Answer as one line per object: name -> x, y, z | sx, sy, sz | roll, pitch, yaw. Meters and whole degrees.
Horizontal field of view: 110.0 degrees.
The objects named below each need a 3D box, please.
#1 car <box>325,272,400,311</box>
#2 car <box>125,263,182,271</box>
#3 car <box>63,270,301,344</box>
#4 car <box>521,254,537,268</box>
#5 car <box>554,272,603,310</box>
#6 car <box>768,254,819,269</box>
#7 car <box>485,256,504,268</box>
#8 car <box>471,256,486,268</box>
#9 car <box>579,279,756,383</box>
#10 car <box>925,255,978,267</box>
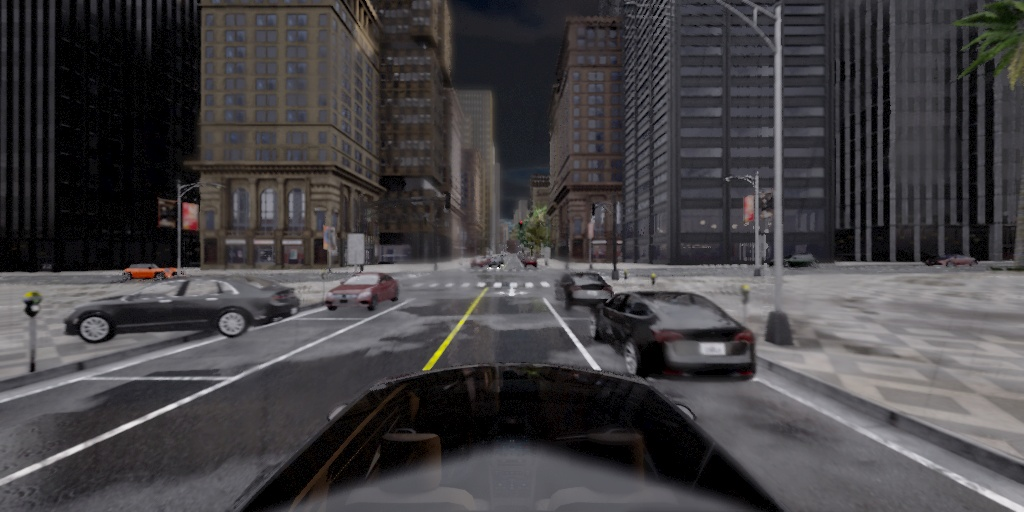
car -> -5.765, 1.315, 14.385 | 1.802, 1.307, 4.207 | 0, 0, 0
car -> -33.777, 1.435, 33.985 | 4.553, 1.767, 2.097 | -1, 0, 0
car -> -7.492, 1.131, 8.466 | 4.403, 1.370, 2.007 | 0, 0, -9
car -> 3.008, 0.895, 57.703 | 2.192, 1.841, 5.009 | 0, 0, 0
car -> 2.761, 1.299, 14.381 | 1.948, 1.339, 4.313 | 0, 0, 0
car -> 31.668, 0.568, 40.475 | 4.553, 1.767, 2.097 | -1, 0, 0
car -> -2.758, 1.137, 57.166 | 2.033, 1.411, 5.357 | 0, 1, 0
car -> -5.517, 1.125, 57.754 | 1.888, 1.381, 4.507 | 0, 0, 0
car -> 2.762, 1.311, 7.015 | 1.948, 1.339, 4.313 | 0, 0, 0
car -> 49.358, 0.545, 40.346 | 4.181, 1.385, 1.994 | -1, 0, 0
